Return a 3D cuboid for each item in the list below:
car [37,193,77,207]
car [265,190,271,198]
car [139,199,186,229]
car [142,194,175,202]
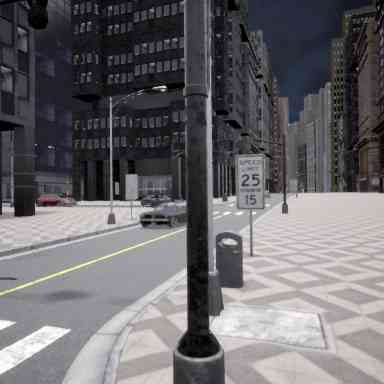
[{"bbox_3d":[-16.010,1.000,39.498,4.553,1.767,2.097,-1,0,19],"label":"car"},{"bbox_3d":[14.699,0.441,66.806,1.837,1.490,4.892,-1,1,19],"label":"car"},{"bbox_3d":[-1.289,1.334,19.688,1.895,1.301,4.718,-1,1,20],"label":"car"},{"bbox_3d":[-2.975,1.027,35.306,4.892,1.490,1.837,0,0,15],"label":"car"}]
